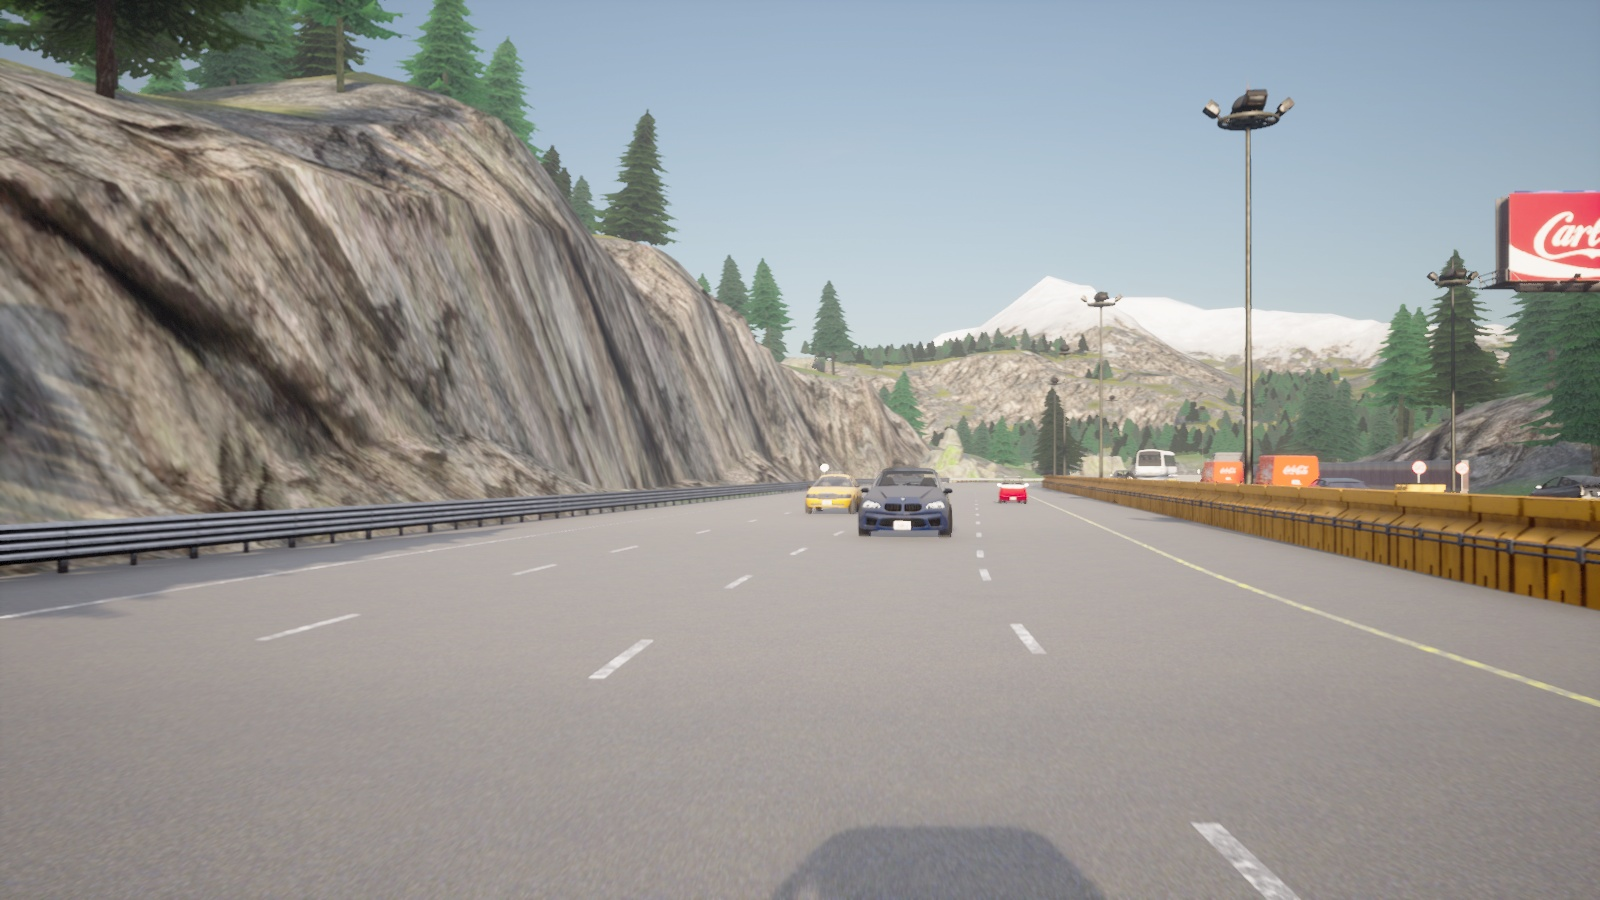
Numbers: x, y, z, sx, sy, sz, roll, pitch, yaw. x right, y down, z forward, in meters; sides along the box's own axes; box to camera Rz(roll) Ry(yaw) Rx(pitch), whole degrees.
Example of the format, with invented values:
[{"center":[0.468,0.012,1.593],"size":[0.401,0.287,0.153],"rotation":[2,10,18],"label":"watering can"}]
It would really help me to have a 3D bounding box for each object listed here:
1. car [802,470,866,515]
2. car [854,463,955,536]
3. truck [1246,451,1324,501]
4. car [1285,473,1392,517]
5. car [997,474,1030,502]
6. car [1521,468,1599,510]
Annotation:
[{"center":[1.347,1.533,46.865],"size":[1.801,1.575,5.366],"rotation":[0,-1,8],"label":"car"},{"center":[2.672,1.168,31.036],"size":[2.242,1.667,4.611],"rotation":[0,-1,8],"label":"car"},{"center":[25.074,1.328,65.151],"size":[2.627,2.467,5.204],"rotation":[0,-1,8],"label":"truck"},{"center":[18.557,1.521,43.548],"size":[2.033,1.411,5.357],"rotation":[0,-1,8],"label":"car"},{"center":[10.441,1.860,61.518],"size":[1.481,1.376,2.207],"rotation":[0,-1,8],"label":"car"},{"center":[29.817,1.458,48.343],"size":[2.007,1.525,4.514],"rotation":[0,-1,8],"label":"car"}]
